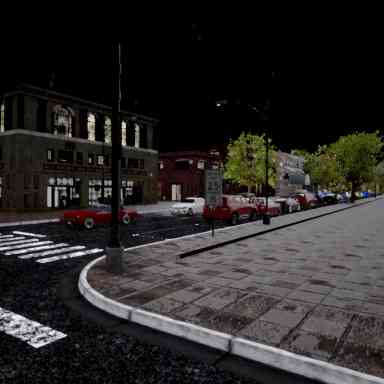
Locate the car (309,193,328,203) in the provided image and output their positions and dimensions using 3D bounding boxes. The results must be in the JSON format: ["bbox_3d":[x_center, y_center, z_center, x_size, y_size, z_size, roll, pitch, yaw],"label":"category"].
[{"bbox_3d":[19.923,0.861,52.179,1.812,1.442,4.674,1,1,34],"label":"car"}]

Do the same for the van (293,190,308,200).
[{"bbox_3d":[20.796,0.504,63.481,1.690,1.788,3.998,1,2,34],"label":"van"}]

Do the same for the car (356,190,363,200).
[{"bbox_3d":[30.846,0.751,63.325,1.802,1.307,4.206,1,2,34],"label":"car"}]

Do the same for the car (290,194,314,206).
[{"bbox_3d":[14.920,0.971,44.790,1.812,1.442,4.674,1,1,35],"label":"car"}]

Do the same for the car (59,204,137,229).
[{"bbox_3d":[-5.632,1.401,20.422,1.895,1.301,4.718,1,1,34],"label":"car"}]

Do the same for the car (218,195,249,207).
[{"bbox_3d":[5.110,1.069,40.638,1.947,1.339,4.313,1,2,34],"label":"car"}]

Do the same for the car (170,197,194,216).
[{"bbox_3d":[0.011,1.206,28.647,1.812,1.442,4.674,1,1,35],"label":"car"}]

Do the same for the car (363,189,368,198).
[{"bbox_3d":[34.080,0.623,68.033,1.752,1.417,4.829,1,2,34],"label":"car"}]

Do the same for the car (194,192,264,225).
[{"bbox_3d":[2.618,1.093,22.191,2.192,1.841,5.009,1,1,34],"label":"car"}]

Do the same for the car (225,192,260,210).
[{"bbox_3d":[5.649,0.914,36.844,2.097,1.767,4.553,1,1,35],"label":"car"}]

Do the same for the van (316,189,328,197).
[{"bbox_3d":[30.206,0.297,77.190,1.690,1.788,3.998,1,2,34],"label":"van"}]

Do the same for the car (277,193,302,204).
[{"bbox_3d":[14.620,0.973,49.755,2.033,1.411,5.357,1,1,34],"label":"car"}]

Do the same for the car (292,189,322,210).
[{"bbox_3d":[12.029,0.893,35.901,2.192,1.841,5.009,1,2,34],"label":"car"}]

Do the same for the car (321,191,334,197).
[{"bbox_3d":[33.340,0.437,81.765,2.008,1.369,4.403,1,2,34],"label":"car"}]

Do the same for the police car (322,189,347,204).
[{"bbox_3d":[19.769,0.847,46.415,1.930,1.638,5.238,1,1,34],"label":"police car"}]

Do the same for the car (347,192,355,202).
[{"bbox_3d":[23.634,0.690,52.083,2.097,1.767,4.553,1,1,34],"label":"car"}]

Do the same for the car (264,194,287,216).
[{"bbox_3d":[5.754,1.152,26.763,1.967,1.590,4.097,1,1,34],"label":"car"}]

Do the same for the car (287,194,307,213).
[{"bbox_3d":[8.890,1.196,31.336,2.008,1.369,4.403,1,2,34],"label":"car"}]

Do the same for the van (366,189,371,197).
[{"bbox_3d":[40.260,0.302,77.029,1.690,1.788,3.998,1,2,34],"label":"van"}]
